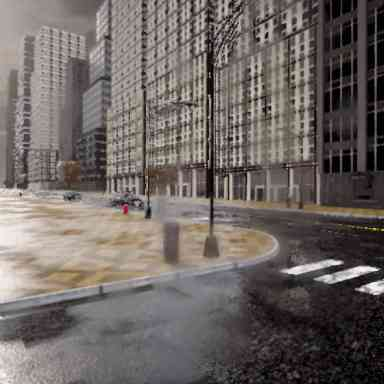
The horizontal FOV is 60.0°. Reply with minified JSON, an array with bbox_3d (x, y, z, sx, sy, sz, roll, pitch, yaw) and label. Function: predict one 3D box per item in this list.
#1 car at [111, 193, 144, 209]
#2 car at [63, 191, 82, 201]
[{"bbox_3d":[-6.581,0.878,33.689,2.128,1.511,4.902,0,1,-35],"label":"car"},{"bbox_3d":[-18.193,0.560,50.580,2.128,1.511,4.902,0,1,-35],"label":"car"}]
